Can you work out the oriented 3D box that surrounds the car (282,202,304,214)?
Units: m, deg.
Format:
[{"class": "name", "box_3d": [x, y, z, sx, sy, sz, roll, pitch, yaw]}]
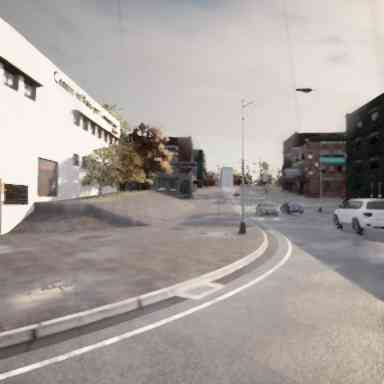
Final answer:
[{"class": "car", "box_3d": [11.901, 1.858, 39.744, 2.033, 1.411, 5.357, 0, 1, 4]}]

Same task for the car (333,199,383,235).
[{"class": "car", "box_3d": [10.524, 1.414, 20.332, 2.150, 2.045, 5.566, 0, -1, 5]}]

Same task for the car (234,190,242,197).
[{"class": "car", "box_3d": [10.650, 0.295, 75.783, 1.882, 1.535, 5.008, 0, 4, 4]}]

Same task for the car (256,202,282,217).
[{"class": "car", "box_3d": [7.900, 1.830, 35.216, 1.837, 1.490, 4.892, 0, 0, 4]}]
